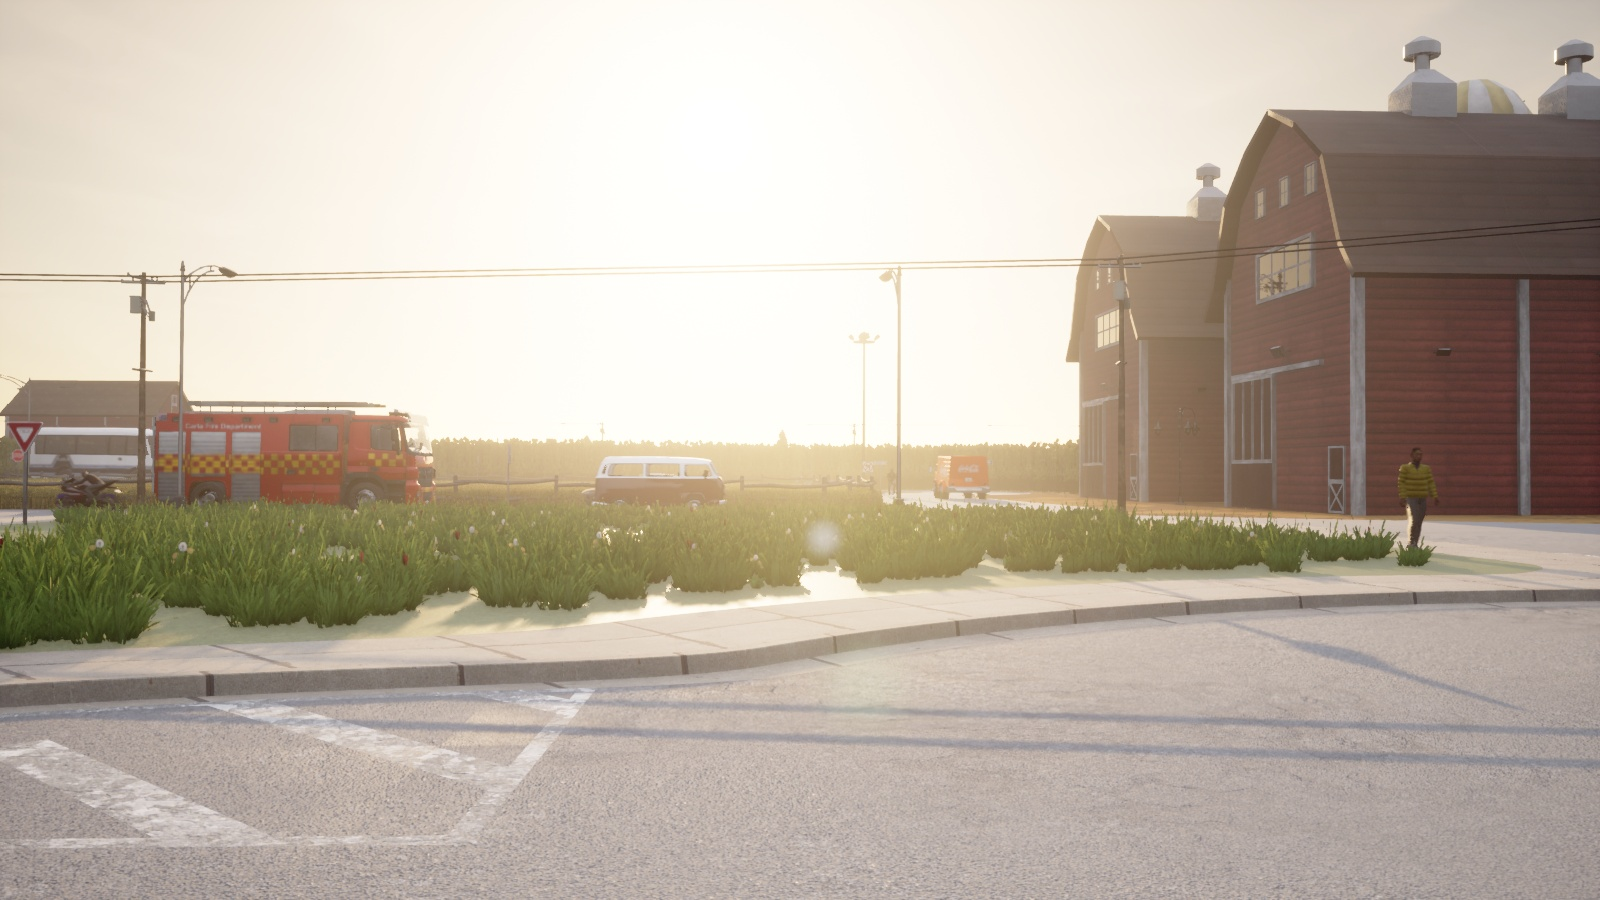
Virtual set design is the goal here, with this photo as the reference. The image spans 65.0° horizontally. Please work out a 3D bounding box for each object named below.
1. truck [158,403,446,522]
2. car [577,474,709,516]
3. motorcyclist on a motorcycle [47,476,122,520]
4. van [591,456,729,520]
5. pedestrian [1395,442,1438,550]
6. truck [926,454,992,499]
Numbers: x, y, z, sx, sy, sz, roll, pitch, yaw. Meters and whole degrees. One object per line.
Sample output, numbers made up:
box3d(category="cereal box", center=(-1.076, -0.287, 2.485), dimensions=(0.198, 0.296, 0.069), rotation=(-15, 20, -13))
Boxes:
box3d(category="truck", center=(-16.462, 0.419, 41.975), dimensions=(8.468, 3.827, 2.891), rotation=(0, -1, -3))
box3d(category="car", center=(-5.680, 1.633, 45.935), dimensions=(4.674, 1.442, 1.812), rotation=(0, -1, -4))
box3d(category="motorcyclist on a motorcycle", center=(-25.656, 1.707, 45.041), dimensions=(2.191, 1.530, 0.866), rotation=(0, -1, -3))
box3d(category="van", center=(-4.681, 1.272, 42.519), dimensions=(4.480, 2.038, 2.069), rotation=(-1, -1, -3))
box3d(category="pedestrian", center=(10.699, 0.792, 21.806), dimensions=(0.431, 1.840, 0.709), rotation=(0, -1, 6))
box3d(category="truck", center=(9.002, 1.490, 71.522), dimensions=(2.627, 2.467, 5.204), rotation=(0, -1, -6))
